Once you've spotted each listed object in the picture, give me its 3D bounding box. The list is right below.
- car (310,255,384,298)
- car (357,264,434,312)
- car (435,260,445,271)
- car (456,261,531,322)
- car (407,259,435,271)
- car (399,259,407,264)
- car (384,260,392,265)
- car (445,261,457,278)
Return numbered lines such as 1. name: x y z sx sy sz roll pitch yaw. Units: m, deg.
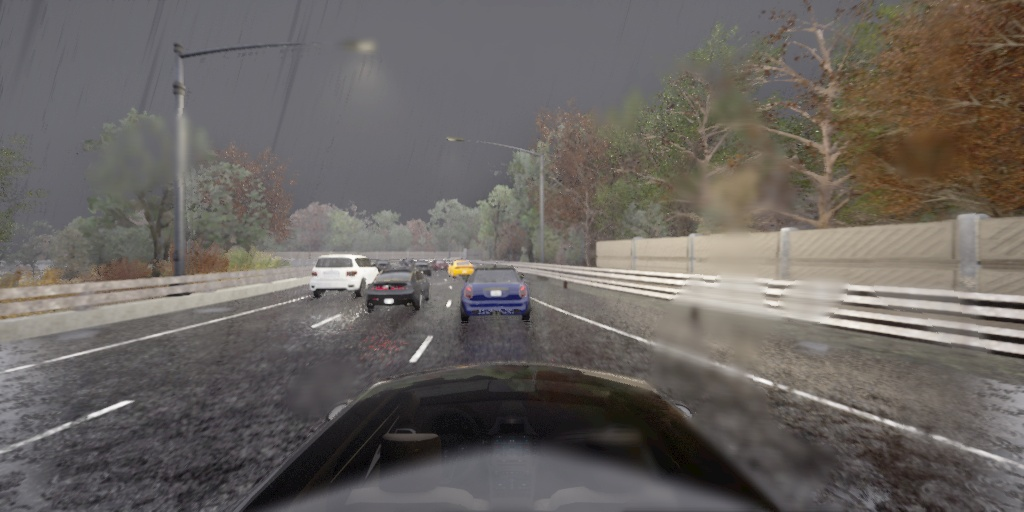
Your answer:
1. car: -8.462 0.969 18.623 2.150 2.045 5.566 0 0 -9
2. car: -4.387 1.246 14.316 1.837 1.490 4.892 0 0 -7
3. car: -9.514 1.218 46.513 1.812 1.442 4.674 0 0 -23
4. car: -0.640 1.082 12.389 2.097 1.767 4.553 0 0 -5
5. car: -8.919 1.219 34.874 1.837 1.490 4.892 0 0 -18
6. car: -18.425 1.198 62.753 1.837 1.490 4.892 0 0 -33
7. car: -14.521 1.230 40.227 1.837 1.490 4.892 0 0 -21
8. car: -4.682 1.180 32.718 1.882 1.535 5.008 0 0 -16
